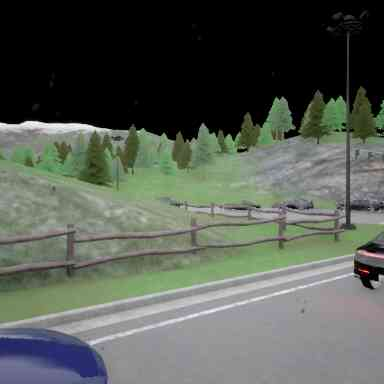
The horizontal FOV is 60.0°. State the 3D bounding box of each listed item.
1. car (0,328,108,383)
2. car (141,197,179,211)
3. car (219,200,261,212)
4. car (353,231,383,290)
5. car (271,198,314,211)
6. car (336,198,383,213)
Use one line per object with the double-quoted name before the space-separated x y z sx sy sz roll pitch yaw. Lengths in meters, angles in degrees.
"car" -2.779 1.526 1.802 4.674 1.442 1.812 0 0 -35
"car" -3.899 1.352 39.841 4.553 1.767 2.097 0 0 24
"car" 5.497 1.601 38.877 4.718 1.301 1.895 0 0 33
"car" 5.776 1.491 7.868 4.902 1.511 2.128 0 0 -35
"car" 11.707 1.491 38.892 4.902 1.511 2.128 0 0 36
"car" 18.937 1.505 37.676 4.892 1.490 1.837 0 0 39
